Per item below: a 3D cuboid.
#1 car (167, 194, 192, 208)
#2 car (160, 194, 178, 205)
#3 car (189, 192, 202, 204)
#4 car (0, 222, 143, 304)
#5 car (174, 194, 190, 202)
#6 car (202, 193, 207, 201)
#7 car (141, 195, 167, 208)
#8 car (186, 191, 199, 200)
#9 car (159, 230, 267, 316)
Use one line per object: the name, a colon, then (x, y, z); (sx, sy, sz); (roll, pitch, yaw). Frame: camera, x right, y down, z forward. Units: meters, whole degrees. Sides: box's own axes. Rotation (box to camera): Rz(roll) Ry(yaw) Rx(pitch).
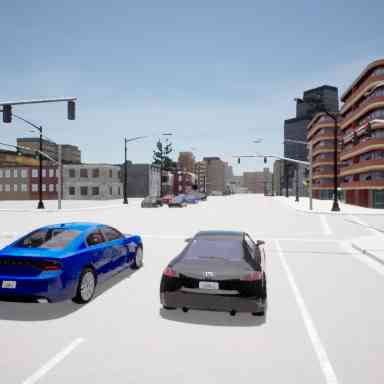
car: (-1.919, 1.409, 46.892); (2.033, 1.411, 5.357); (0, 1, 11)
car: (-3.793, 1.226, 55.481); (1.882, 1.535, 5.008); (0, 1, 11)
car: (-0.084, 1.249, 56.297); (1.812, 1.442, 4.674); (0, 1, 11)
car: (-2.747, 1.478, 8.289); (1.882, 1.535, 5.008); (0, 0, 11)
car: (-1.886, 1.124, 65.132); (2.033, 1.411, 5.357); (0, 1, 11)
car: (1.875, 1.052, 66.120); (1.837, 1.490, 4.892); (0, 1, 12)
car: (-5.555, 1.230, 46.515); (2.097, 1.767, 4.553); (0, 1, 11)
car: (0.057, 0.752, 74.936); (2.097, 1.767, 4.553); (0, 1, 11)
car: (0.690, 1.564, 7.643); (1.994, 1.385, 4.181); (0, 0, 12)
